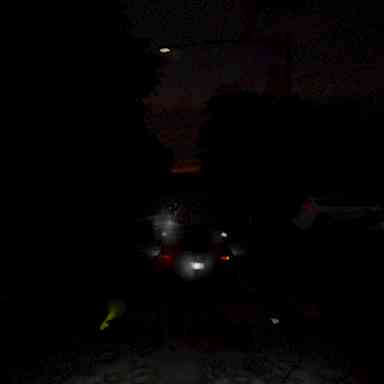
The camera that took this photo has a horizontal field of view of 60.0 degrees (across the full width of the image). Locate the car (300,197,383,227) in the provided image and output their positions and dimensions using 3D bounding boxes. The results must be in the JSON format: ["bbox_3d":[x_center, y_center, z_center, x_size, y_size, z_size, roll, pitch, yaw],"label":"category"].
[{"bbox_3d":[10.650,1.356,23.884,5.566,2.045,2.150,-1,0,6],"label":"car"}]

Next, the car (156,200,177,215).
[{"bbox_3d":[-3.121,1.945,39.226,1.895,1.301,4.718,1,-1,0],"label":"car"}]

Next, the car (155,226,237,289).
[{"bbox_3d":[0.090,1.662,9.502,1.994,1.385,4.181,0,-1,0],"label":"car"}]

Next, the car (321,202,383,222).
[{"bbox_3d":[13.028,1.602,26.625,4.674,1.442,1.812,-1,1,2],"label":"car"}]

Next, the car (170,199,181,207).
[{"bbox_3d":[-3.069,2.089,62.486,1.895,1.301,4.718,0,0,0],"label":"car"}]

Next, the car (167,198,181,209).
[{"bbox_3d":[-3.127,1.770,49.214,2.097,1.767,4.553,0,0,0],"label":"car"}]
